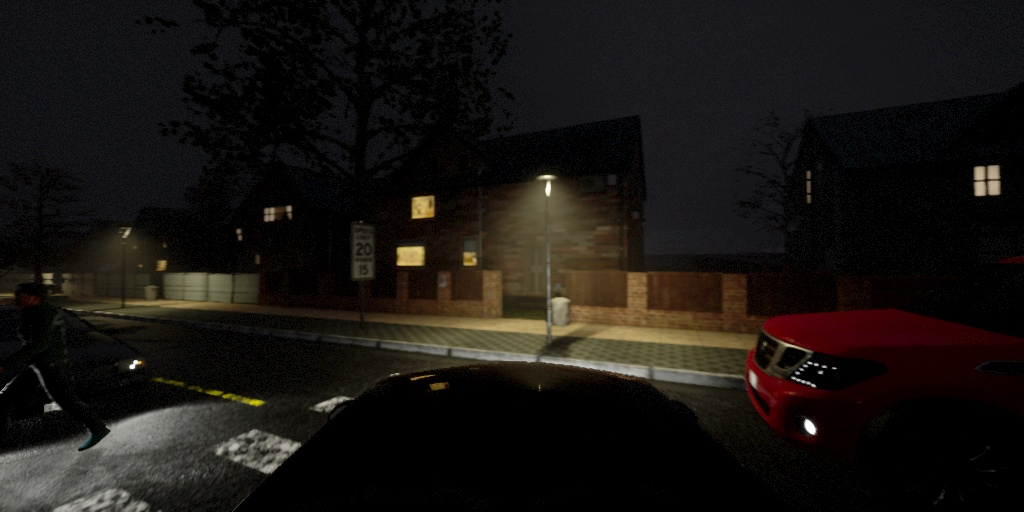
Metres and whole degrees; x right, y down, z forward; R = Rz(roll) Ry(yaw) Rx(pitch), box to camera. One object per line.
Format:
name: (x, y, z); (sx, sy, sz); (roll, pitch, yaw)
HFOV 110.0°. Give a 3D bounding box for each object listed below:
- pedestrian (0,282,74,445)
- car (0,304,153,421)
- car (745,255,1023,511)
pedestrian: (-4.753, 1.131, 3.572); (0.375, 1.860, 0.375); (-1, 0, 25)
car: (-7.893, 1.468, 5.455); (5.357, 1.411, 2.033); (-1, -1, 24)
car: (5.122, 0.912, 2.755); (5.566, 2.045, 2.150); (-2, -1, 25)
